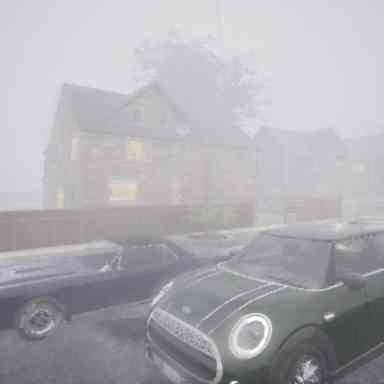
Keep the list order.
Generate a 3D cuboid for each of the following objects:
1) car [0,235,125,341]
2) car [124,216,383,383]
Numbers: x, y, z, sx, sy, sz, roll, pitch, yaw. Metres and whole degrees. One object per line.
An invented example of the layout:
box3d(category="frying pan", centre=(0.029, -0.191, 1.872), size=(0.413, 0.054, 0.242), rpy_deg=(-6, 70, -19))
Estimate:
box3d(category="car", centre=(-1.523, 1.565, 6.573), size=(4.718, 1.301, 1.895), rpy_deg=(-1, 1, -35))
box3d(category="car", centre=(1.619, 1.301, 4.804), size=(4.553, 1.767, 2.097), rpy_deg=(-1, 1, -35))
